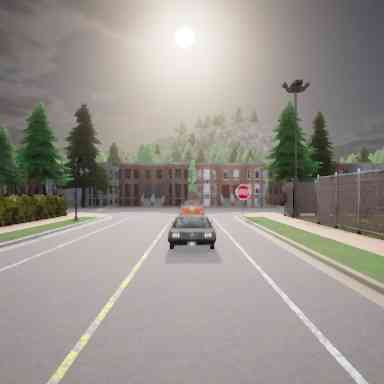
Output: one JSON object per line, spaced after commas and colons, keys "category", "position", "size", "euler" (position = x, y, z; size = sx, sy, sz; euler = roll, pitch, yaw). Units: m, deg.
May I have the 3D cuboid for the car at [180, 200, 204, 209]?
{"category": "car", "position": [0.003, 1.458, 29.621], "size": [2.097, 1.767, 4.553], "euler": [0, 0, 0]}

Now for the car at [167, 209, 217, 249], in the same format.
{"category": "car", "position": [0.001, 1.660, 14.681], "size": [1.895, 1.301, 4.718], "euler": [0, 0, 0]}
